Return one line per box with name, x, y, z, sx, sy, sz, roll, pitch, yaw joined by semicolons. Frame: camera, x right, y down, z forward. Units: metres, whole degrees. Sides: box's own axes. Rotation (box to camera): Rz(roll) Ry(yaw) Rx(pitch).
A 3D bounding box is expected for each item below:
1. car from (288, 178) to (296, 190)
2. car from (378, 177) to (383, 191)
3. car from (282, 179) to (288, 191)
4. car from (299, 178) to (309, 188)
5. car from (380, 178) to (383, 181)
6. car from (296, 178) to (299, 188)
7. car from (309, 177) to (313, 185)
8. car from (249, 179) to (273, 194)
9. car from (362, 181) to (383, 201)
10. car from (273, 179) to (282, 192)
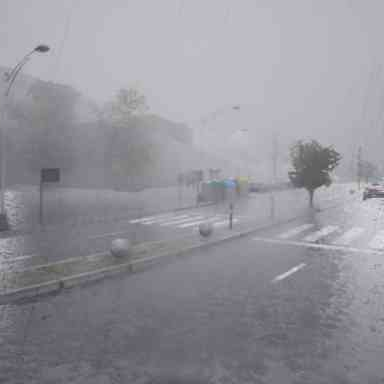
car;11.945;-0.987;48.161;5.008;1.535;2.097;-1;3;13
car;27.071;-1.177;46.226;2.097;1.767;4.553;1;4;30
car;10.365;-0.787;45.677;4.674;1.452;2.002;-1;3;13
car;16.529;-1.457;55.725;4.892;1.521;2.231;-1;3;11
car;22.307;-0.588;38.589;1.882;1.535;5.008;1;4;32
car;13.458;-1.269;50.674;4.553;1.767;2.185;-1;3;12
car;18.011;-1.613;58.278;4.892;1.521;2.231;-1;3;10
car;7.114;-0.477;40.735;4.792;1.488;2.163;-1;3;14
car;16.746;-0.012;30.170;1.812;1.442;4.674;1;4;34
car;8.772;-0.667;43.187;4.892;1.521;2.231;-1;3;14
